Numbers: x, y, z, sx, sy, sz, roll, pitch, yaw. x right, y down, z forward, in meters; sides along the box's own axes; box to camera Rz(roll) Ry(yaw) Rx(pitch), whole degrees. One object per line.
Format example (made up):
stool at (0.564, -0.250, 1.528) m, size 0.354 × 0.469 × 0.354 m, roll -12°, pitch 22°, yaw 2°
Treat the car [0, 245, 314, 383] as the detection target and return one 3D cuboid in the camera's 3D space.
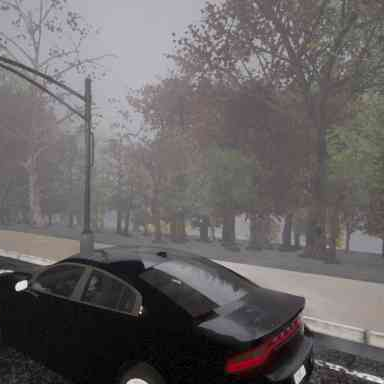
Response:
car at (-1.021, 1.477, 4.467) m, size 5.008 × 1.535 × 1.882 m, roll 0°, pitch 0°, yaw 36°
